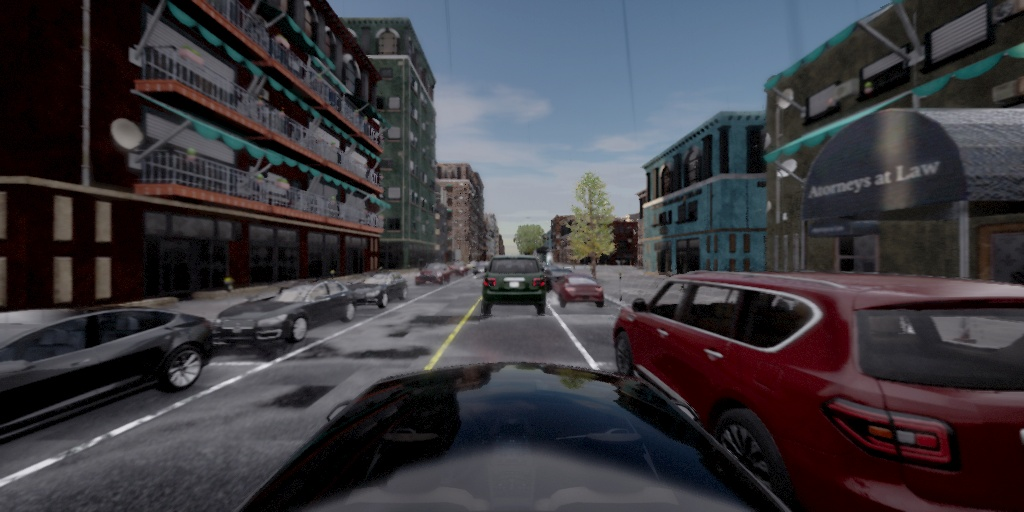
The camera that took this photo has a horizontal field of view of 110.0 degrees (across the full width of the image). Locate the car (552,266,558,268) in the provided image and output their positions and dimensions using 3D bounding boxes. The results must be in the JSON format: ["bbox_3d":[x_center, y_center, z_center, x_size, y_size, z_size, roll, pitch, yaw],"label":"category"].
[{"bbox_3d":[2.692,1.358,20.675,1.948,1.339,4.313,0,0,0],"label":"car"}]

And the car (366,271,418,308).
[{"bbox_3d":[-5.689,1.328,15.137,2.007,1.370,4.403,0,0,0],"label":"car"}]

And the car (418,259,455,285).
[{"bbox_3d":[-5.688,1.249,26.214,1.967,1.591,4.097,0,0,0],"label":"car"}]

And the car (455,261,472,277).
[{"bbox_3d":[-5.686,1.283,37.293,1.967,1.591,4.097,0,0,0],"label":"car"}]

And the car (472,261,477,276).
[{"bbox_3d":[-3.092,1.338,38.751,2.128,1.511,4.902,0,0,0],"label":"car"}]

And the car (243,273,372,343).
[{"bbox_3d":[-5.689,1.316,9.598,2.007,1.370,4.403,0,0,0],"label":"car"}]

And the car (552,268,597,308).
[{"bbox_3d":[2.692,1.359,15.135,1.802,1.307,4.207,0,0,0],"label":"car"}]

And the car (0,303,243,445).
[{"bbox_3d":[-5.690,1.320,4.061,1.948,1.339,4.313,0,0,0],"label":"car"}]

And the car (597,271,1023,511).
[{"bbox_3d":[2.691,1.069,4.059,2.192,1.841,5.009,0,0,0],"label":"car"}]

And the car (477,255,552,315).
[{"bbox_3d":[0.086,0.994,13.846,2.150,2.045,5.566,0,0,0],"label":"car"}]
